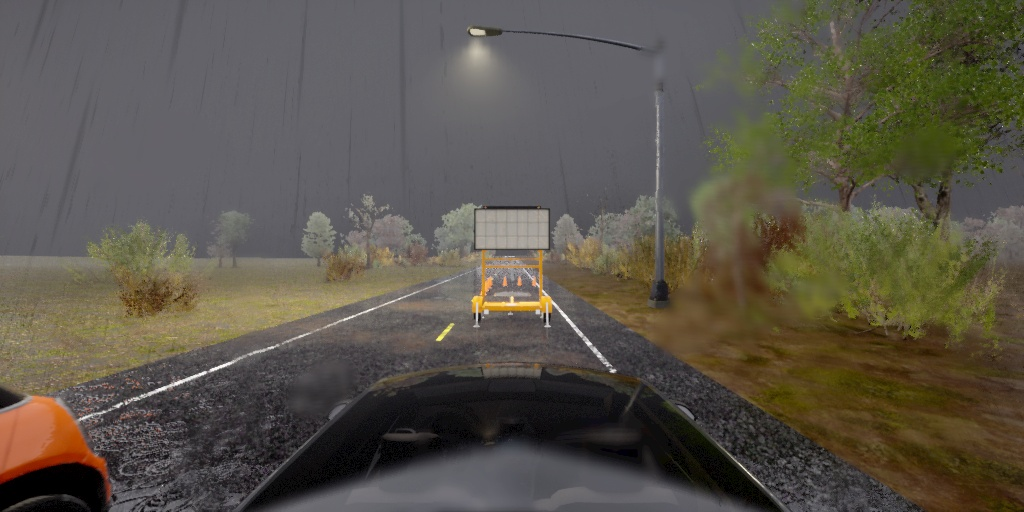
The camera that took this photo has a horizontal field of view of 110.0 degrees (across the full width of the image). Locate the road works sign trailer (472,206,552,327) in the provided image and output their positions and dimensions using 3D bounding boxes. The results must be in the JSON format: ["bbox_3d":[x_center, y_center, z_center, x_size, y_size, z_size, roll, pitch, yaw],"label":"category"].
[{"bbox_3d":[0.005,0.215,11.510,2.380,3.560,2.880,0,0,0],"label":"road works sign trailer"}]

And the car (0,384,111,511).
[{"bbox_3d":[-3.501,1.102,0.170,2.097,1.767,4.553,0,0,0],"label":"car"}]
